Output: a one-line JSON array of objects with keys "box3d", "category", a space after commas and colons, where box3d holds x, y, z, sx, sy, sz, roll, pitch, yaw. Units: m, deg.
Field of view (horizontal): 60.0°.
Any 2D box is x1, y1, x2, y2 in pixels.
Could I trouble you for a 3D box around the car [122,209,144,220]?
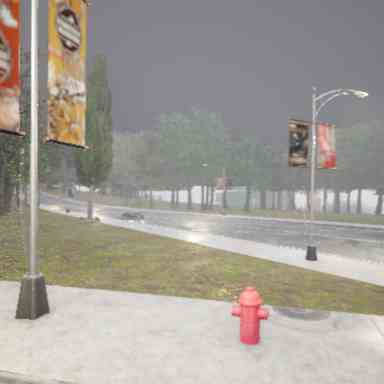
[{"box3d": [-8.146, 3.027, 45.347, 1.812, 1.442, 4.674, 0, -1, -30], "category": "car"}]
